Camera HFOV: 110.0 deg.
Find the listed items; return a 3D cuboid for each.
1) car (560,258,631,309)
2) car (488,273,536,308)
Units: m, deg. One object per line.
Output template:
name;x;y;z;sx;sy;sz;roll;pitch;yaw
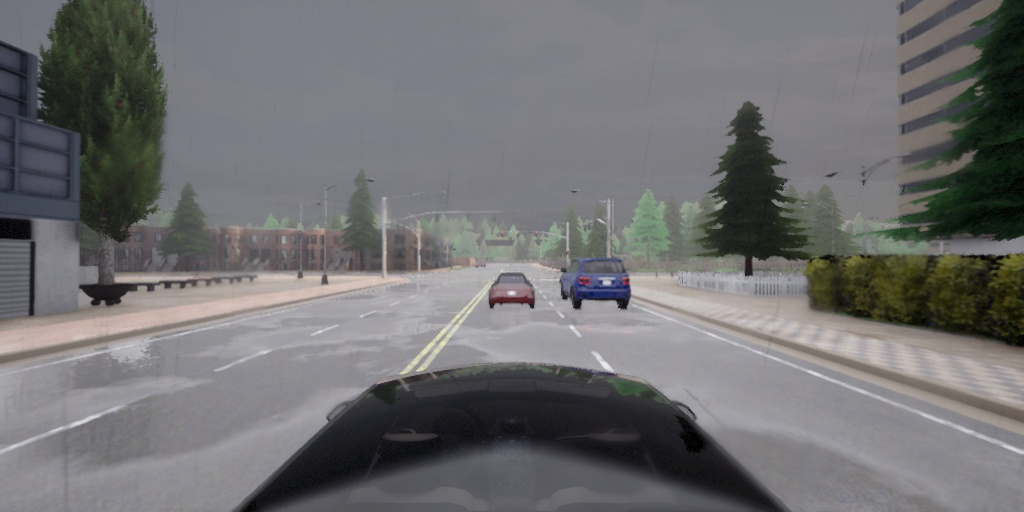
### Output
car;3.499;1.102;15.890;2.150;2.045;5.566;0;0;0
car;-0.001;1.451;16.141;1.994;1.385;4.181;0;-1;0
